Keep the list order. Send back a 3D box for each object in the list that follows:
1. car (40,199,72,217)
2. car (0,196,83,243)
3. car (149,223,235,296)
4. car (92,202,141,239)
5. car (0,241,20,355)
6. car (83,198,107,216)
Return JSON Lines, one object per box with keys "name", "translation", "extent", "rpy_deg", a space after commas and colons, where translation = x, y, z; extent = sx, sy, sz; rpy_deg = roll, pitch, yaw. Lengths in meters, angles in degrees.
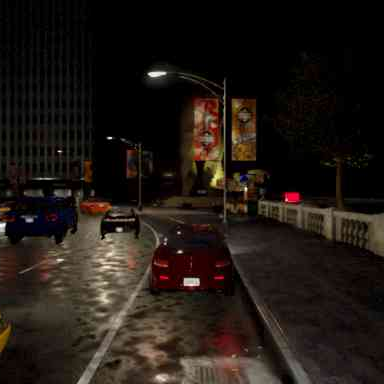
{"name": "car", "translation": [-13.232, 1.468, 32.171], "extent": [1.882, 1.535, 5.008], "rpy_deg": [0, 0, -33]}
{"name": "car", "translation": [-7.023, 1.220, 16.141], "extent": [2.150, 2.045, 5.566], "rpy_deg": [0, 0, -9]}
{"name": "car", "translation": [0.024, 1.525, 8.545], "extent": [1.812, 1.442, 4.674], "rpy_deg": [0, 0, 1]}
{"name": "car", "translation": [-3.743, 1.490, 17.530], "extent": [2.128, 1.511, 4.902], "rpy_deg": [0, 0, -10]}
{"name": "car", "translation": [-3.019, 1.454, 1.685], "extent": [1.801, 1.575, 5.366], "rpy_deg": [0, 0, 0]}
{"name": "car", "translation": [-9.730, 1.344, 33.211], "extent": [2.097, 1.767, 4.553], "rpy_deg": [0, 0, -32]}
